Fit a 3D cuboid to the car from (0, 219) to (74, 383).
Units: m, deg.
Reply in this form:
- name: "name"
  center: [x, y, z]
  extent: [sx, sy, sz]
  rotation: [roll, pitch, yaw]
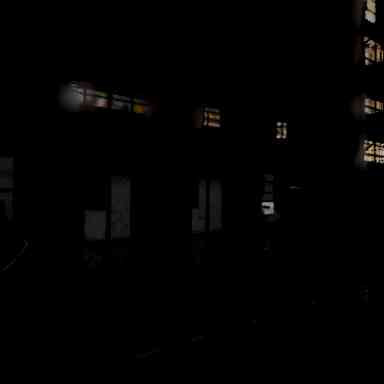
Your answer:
- name: "car"
  center: [-3.941, 1.304, 3.746]
  extent: [5.009, 1.841, 2.192]
  rotation: [1, 0, -36]
